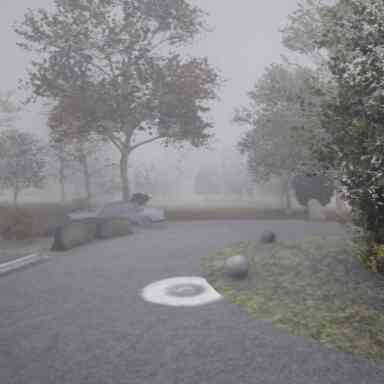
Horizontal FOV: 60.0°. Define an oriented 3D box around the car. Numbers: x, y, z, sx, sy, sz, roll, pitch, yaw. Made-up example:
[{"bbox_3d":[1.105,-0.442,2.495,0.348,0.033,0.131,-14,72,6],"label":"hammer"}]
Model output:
[{"bbox_3d":[-4.133,1.254,18.121,5.357,1.411,2.033,0,0,-24],"label":"car"}]
